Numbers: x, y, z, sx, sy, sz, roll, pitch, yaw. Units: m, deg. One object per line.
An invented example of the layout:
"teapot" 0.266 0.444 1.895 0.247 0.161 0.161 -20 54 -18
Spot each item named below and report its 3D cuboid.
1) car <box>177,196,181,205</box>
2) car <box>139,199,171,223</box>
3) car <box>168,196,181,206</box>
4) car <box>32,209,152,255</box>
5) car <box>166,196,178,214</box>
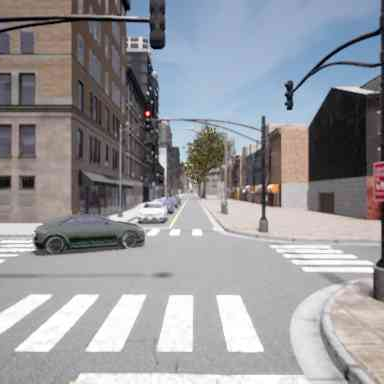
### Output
"car" -2.785 1.422 44.025 1.812 1.442 4.674 0 0 0
"car" -2.829 1.467 24.702 1.812 1.442 4.674 0 0 0
"car" -2.762 1.382 54.179 1.837 1.490 4.892 0 0 0
"car" -3.998 1.523 13.117 4.181 1.385 1.994 0 0 -29
"car" -2.822 1.465 34.312 2.033 1.411 5.357 0 0 0
